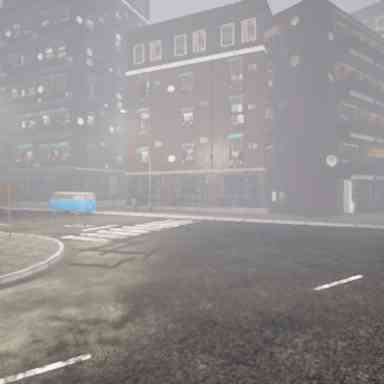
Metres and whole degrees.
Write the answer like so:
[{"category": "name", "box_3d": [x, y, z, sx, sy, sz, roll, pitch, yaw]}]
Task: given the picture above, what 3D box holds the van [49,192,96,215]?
[{"category": "van", "box_3d": [-9.618, 0.890, 26.783, 3.998, 1.788, 1.690, 1, 0, 25]}]
